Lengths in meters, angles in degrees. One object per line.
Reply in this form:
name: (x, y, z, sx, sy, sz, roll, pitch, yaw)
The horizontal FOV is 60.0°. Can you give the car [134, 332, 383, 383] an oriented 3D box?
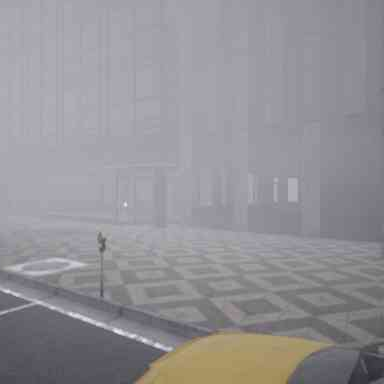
car: (1.632, 1.527, 1.919, 4.829, 1.417, 1.752, 0, 0, 36)
